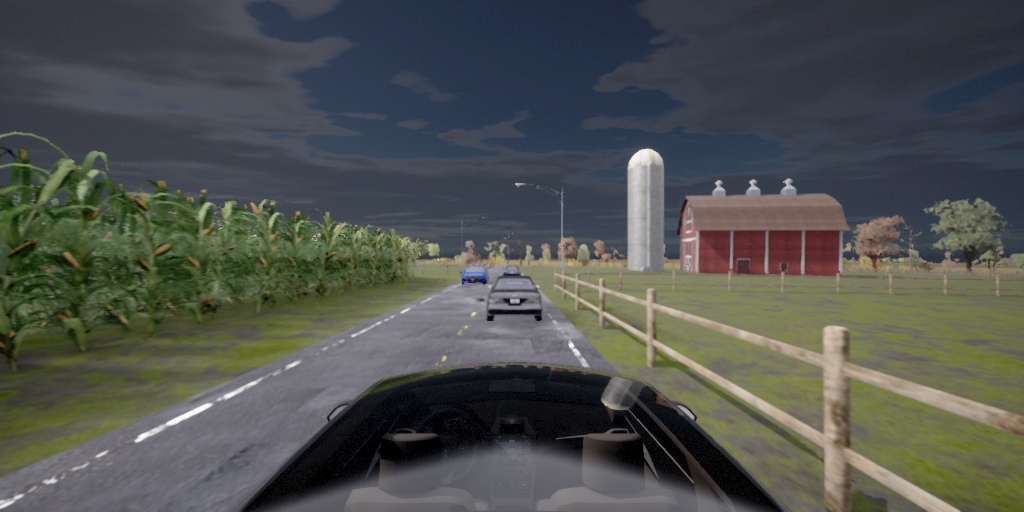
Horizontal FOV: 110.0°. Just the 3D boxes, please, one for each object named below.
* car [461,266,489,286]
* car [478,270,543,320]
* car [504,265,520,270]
[{"bbox_3d":[-2.900,1.516,28.986,1.882,1.535,5.008,0,-1,0],"label":"car"},{"bbox_3d":[0.076,1.418,13.223,2.033,1.411,5.357,0,-1,0],"label":"car"},{"bbox_3d":[0.003,1.729,40.328,1.994,1.385,4.181,0,-1,0],"label":"car"}]
